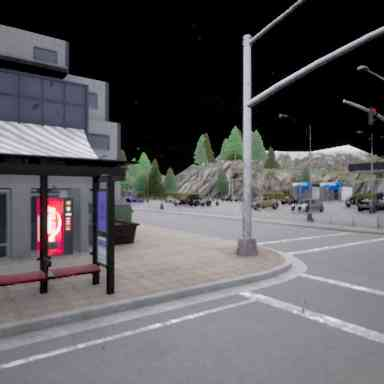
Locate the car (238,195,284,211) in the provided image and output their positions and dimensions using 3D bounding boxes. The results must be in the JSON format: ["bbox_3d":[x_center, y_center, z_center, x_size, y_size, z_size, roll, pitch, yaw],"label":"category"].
[{"bbox_3d":[8.570,1.395,41.288,5.027,1.636,2.152,0,0,-36],"label":"car"}]

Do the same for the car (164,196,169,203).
[{"bbox_3d":[-3.876,1.638,70.886,3.806,1.475,1.970,0,0,-36],"label":"car"}]

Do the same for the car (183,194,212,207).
[{"bbox_3d":[1.110,1.319,51.683,3.866,1.878,1.905,0,0,-36],"label":"car"}]

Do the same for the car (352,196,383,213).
[{"bbox_3d":[20.436,1.551,37.396,4.514,1.523,2.007,0,0,-36],"label":"car"}]

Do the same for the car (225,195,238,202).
[{"bbox_3d":[11.375,1.613,81.649,5.027,1.636,2.152,0,0,-36],"label":"car"}]

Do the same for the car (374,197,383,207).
[{"bbox_3d":[31.390,1.643,53.846,3.806,1.475,1.970,0,0,-36],"label":"car"}]

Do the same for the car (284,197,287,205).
[{"bbox_3d":[17.839,1.568,59.408,4.514,1.523,2.007,0,0,-36],"label":"car"}]

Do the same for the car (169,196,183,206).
[{"bbox_3d":[-0.919,1.338,53.803,4.605,1.855,1.932,0,0,-36],"label":"car"}]

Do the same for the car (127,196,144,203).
[{"bbox_3d":[-11.642,1.615,68.981,3.633,1.501,1.845,0,0,-36],"label":"car"}]

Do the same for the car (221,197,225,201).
[{"bbox_3d":[9.504,1.622,84.167,4.514,1.523,2.007,0,0,-36],"label":"car"}]

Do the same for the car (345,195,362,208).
[{"bbox_3d":[24.523,1.366,48.872,4.605,1.855,1.932,0,0,-36],"label":"car"}]

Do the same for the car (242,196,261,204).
[{"bbox_3d":[12.047,1.590,67.551,3.633,1.501,1.845,0,0,-36],"label":"car"}]

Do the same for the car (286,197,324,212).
[{"bbox_3d":[12.574,1.474,36.262,3.806,1.475,1.970,0,0,-36],"label":"car"}]
